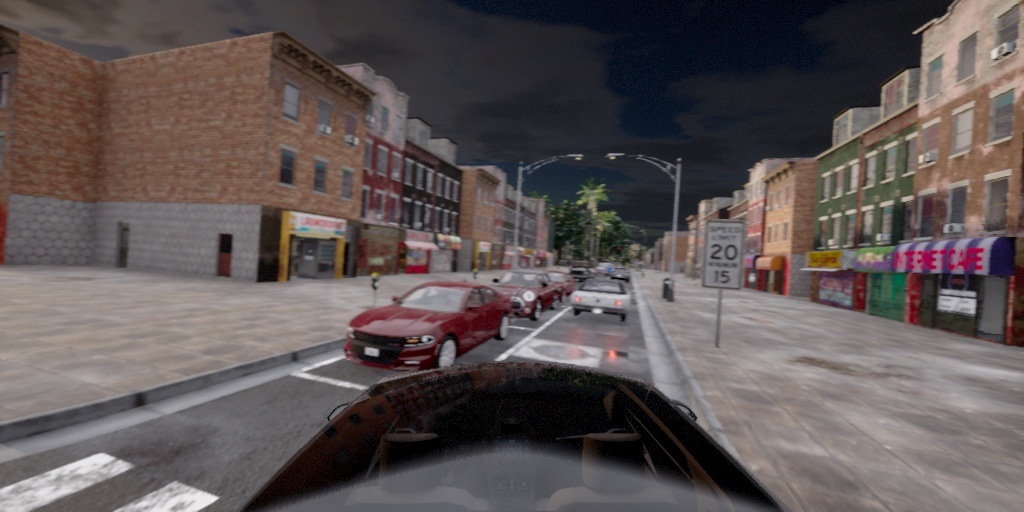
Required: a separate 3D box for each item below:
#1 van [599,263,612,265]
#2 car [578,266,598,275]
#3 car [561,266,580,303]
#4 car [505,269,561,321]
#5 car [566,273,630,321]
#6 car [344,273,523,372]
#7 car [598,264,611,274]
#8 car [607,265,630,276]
[{"bbox_3d":[13.791,1.961,54.148,1.690,1.789,3.998,0,0,18],"label":"van"},{"bbox_3d":[5.572,1.588,29.047,1.837,1.490,4.892,4,0,18],"label":"car"},{"bbox_3d":[1.983,1.408,17.779,1.888,1.381,4.507,0,0,18],"label":"car"},{"bbox_3d":[0.296,1.198,12.582,1.967,1.591,4.097,0,0,18],"label":"car"},{"bbox_3d":[3.555,1.567,13.901,1.895,1.301,4.718,4,0,19],"label":"car"},{"bbox_3d":[-1.389,1.199,7.386,1.888,1.381,4.507,0,0,18],"label":"car"},{"bbox_3d":[12.104,2.088,48.952,1.802,1.307,4.207,0,0,18],"label":"car"},{"bbox_3d":[11.610,2.032,38.565,1.994,1.385,4.181,4,0,18],"label":"car"}]
